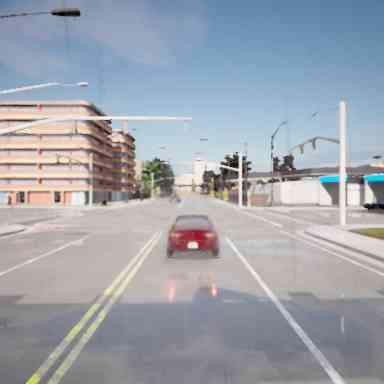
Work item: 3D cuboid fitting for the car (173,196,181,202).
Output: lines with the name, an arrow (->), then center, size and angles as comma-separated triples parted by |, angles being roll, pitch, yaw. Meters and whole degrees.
car -> -3.834, 1.782, 86.655 | 1.895, 1.301, 4.718 | 0, 0, 0

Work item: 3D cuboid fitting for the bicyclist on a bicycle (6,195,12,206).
bicyclist on a bicycle -> -26.333, 1.218, 47.898 | 0.582, 1.620, 1.656 | 1, 0, 1

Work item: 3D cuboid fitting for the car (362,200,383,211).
car -> 23.647, 1.667, 40.819 | 4.718, 1.301, 1.895 | 0, 0, -3

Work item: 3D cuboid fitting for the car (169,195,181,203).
car -> -3.773, 1.509, 70.933 | 2.097, 1.767, 4.553 | 0, 0, 0

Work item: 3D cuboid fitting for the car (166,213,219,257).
car -> 0.035, 1.554, 12.931 | 1.812, 1.442, 4.674 | 0, 0, 0
